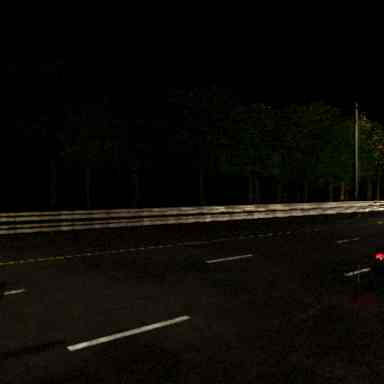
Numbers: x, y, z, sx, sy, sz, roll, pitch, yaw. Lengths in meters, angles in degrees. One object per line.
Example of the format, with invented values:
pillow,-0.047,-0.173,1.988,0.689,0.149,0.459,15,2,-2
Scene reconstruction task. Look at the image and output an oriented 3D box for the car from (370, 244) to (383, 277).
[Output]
car,6.776,1.549,8.695,5.357,1.411,2.033,0,0,-35
